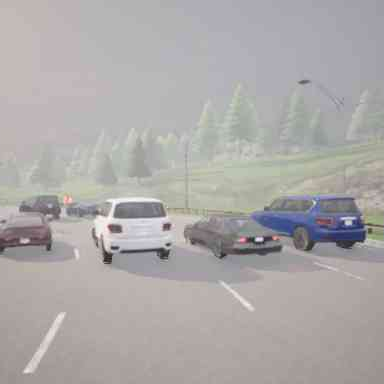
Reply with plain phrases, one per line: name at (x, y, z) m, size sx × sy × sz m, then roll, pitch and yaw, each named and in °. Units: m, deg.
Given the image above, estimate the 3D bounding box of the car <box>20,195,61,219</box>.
car at (-13.354, 1.289, 29.186) m, size 2.150 × 2.045 × 5.566 m, roll -1°, pitch 0°, yaw -41°

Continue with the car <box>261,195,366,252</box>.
car at (4.455, 1.148, 13.827) m, size 2.150 × 2.045 × 5.566 m, roll 0°, pitch 0°, yaw -19°

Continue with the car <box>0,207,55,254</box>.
car at (-6.886, 1.563, 13.895) m, size 1.812 × 1.442 × 4.674 m, roll 0°, pitch 0°, yaw -25°

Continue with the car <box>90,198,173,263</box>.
car at (-2.362, 1.218, 12.301) m, size 2.150 × 2.045 × 5.566 m, roll 0°, pitch 0°, yaw -20°

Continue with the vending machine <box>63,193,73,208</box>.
vending machine at (-18.172, 1.268, 48.833) m, size 0.880 × 2.100 × 1.100 m, roll 0°, pitch 0°, yaw 38°

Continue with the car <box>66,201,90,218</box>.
car at (-10.073, 1.558, 30.626) m, size 1.812 × 1.442 × 4.674 m, roll -1°, pitch 0°, yaw -40°

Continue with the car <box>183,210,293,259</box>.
car at (1.251, 1.508, 12.588) m, size 2.033 × 1.411 × 5.357 m, roll -1°, pitch 0°, yaw -19°

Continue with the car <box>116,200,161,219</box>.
car at (-4.907, 1.488, 29.856) m, size 1.837 × 1.490 × 4.892 m, roll 0°, pitch 0°, yaw -37°
